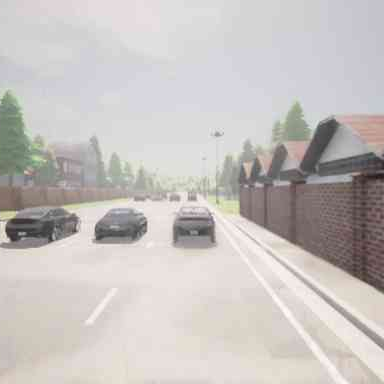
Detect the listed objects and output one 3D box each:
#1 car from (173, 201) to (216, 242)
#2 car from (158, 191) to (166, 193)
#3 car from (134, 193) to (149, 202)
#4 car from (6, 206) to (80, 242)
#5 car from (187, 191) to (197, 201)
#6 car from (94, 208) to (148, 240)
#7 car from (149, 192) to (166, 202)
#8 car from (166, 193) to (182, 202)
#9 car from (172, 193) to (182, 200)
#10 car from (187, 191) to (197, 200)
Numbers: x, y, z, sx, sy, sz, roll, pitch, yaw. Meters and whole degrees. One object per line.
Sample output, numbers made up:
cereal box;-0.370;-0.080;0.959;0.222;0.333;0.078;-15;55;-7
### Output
car;0.095;1.419;15.929;2.128;1.511;4.902;0;0;0
car;-6.995;0.785;78.389;2.150;2.045;5.566;0;0;0
car;-10.496;1.170;67.111;1.882;1.535;5.008;0;0;0
car;-6.906;1.432;15.954;1.837;1.490;4.892;0;0;0
car;0.005;1.168;67.910;1.882;1.535;5.008;0;0;0
car;-3.405;1.488;16.603;1.994;1.385;4.181;0;0;0
car;-6.995;1.285;68.294;1.895;1.301;4.718;0;0;0
car;-3.496;1.045;67.497;2.097;1.767;4.553;0;0;0
car;-3.495;1.036;77.529;2.033;1.411;5.357;0;0;0
car;0.005;0.785;78.388;2.150;2.045;5.566;0;0;0
